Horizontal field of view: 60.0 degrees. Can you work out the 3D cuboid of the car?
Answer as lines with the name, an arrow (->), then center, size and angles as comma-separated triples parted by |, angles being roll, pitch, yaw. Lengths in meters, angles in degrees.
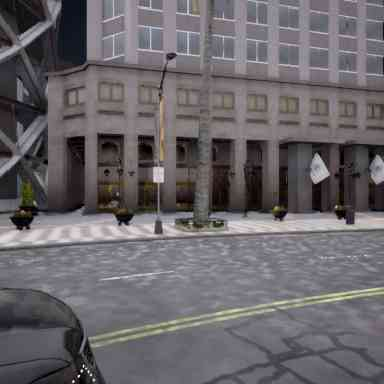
car -> -3.173, 1.221, 1.406 | 5.566, 2.045, 2.150 | 0, 0, -36
